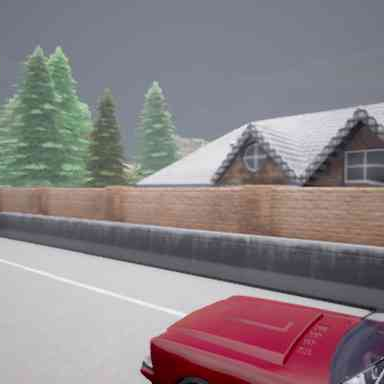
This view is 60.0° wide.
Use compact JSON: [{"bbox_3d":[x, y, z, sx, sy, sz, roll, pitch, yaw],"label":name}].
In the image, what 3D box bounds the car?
[{"bbox_3d":[1.840,1.619,2.693,4.718,1.301,1.895,0,0,35],"label":"car"}]
